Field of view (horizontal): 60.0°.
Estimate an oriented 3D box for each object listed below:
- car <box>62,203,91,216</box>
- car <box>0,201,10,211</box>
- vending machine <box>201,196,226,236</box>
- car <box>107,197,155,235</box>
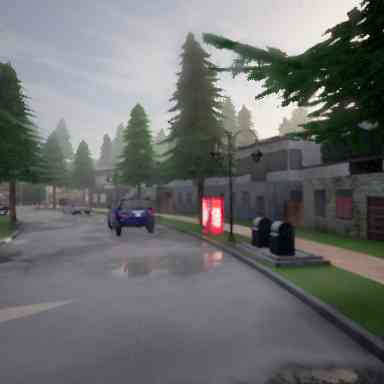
[{"bbox_3d":[-12.764,1.870,36.498,1.895,1.301,4.718,0,0,-37],"label":"car"},{"bbox_3d":[-25.663,1.968,44.833,4.181,1.385,1.994,-1,0,42],"label":"car"},{"bbox_3d":[1.143,1.274,18.009,1.100,2.100,0.880,0,0,-17],"label":"vending machine"},{"bbox_3d":[-3.806,1.343,20.243,2.150,2.045,5.566,0,-1,-20],"label":"car"}]
